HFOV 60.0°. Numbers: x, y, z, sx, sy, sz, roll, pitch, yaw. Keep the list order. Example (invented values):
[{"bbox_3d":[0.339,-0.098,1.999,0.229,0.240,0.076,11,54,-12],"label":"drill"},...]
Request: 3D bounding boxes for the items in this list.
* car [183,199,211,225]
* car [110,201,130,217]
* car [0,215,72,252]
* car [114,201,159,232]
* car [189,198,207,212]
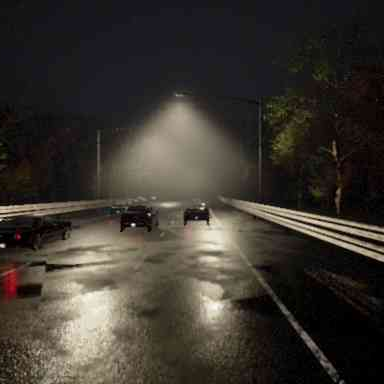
[{"bbox_3d":[0.358,1.564,24.974,2.128,1.511,4.902,0,0,1],"label":"car"},{"bbox_3d":[-6.541,1.590,32.268,2.128,1.511,4.902,0,0,2],"label":"car"},{"bbox_3d":[-6.800,1.646,14.158,1.895,1.301,4.718,0,0,0],"label":"car"},{"bbox_3d":[-3.210,1.568,20.795,1.837,1.490,4.892,0,0,1],"label":"car"},{"bbox_3d":[0.734,1.609,41.988,2.128,1.511,4.902,0,0,2],"label":"car"}]
